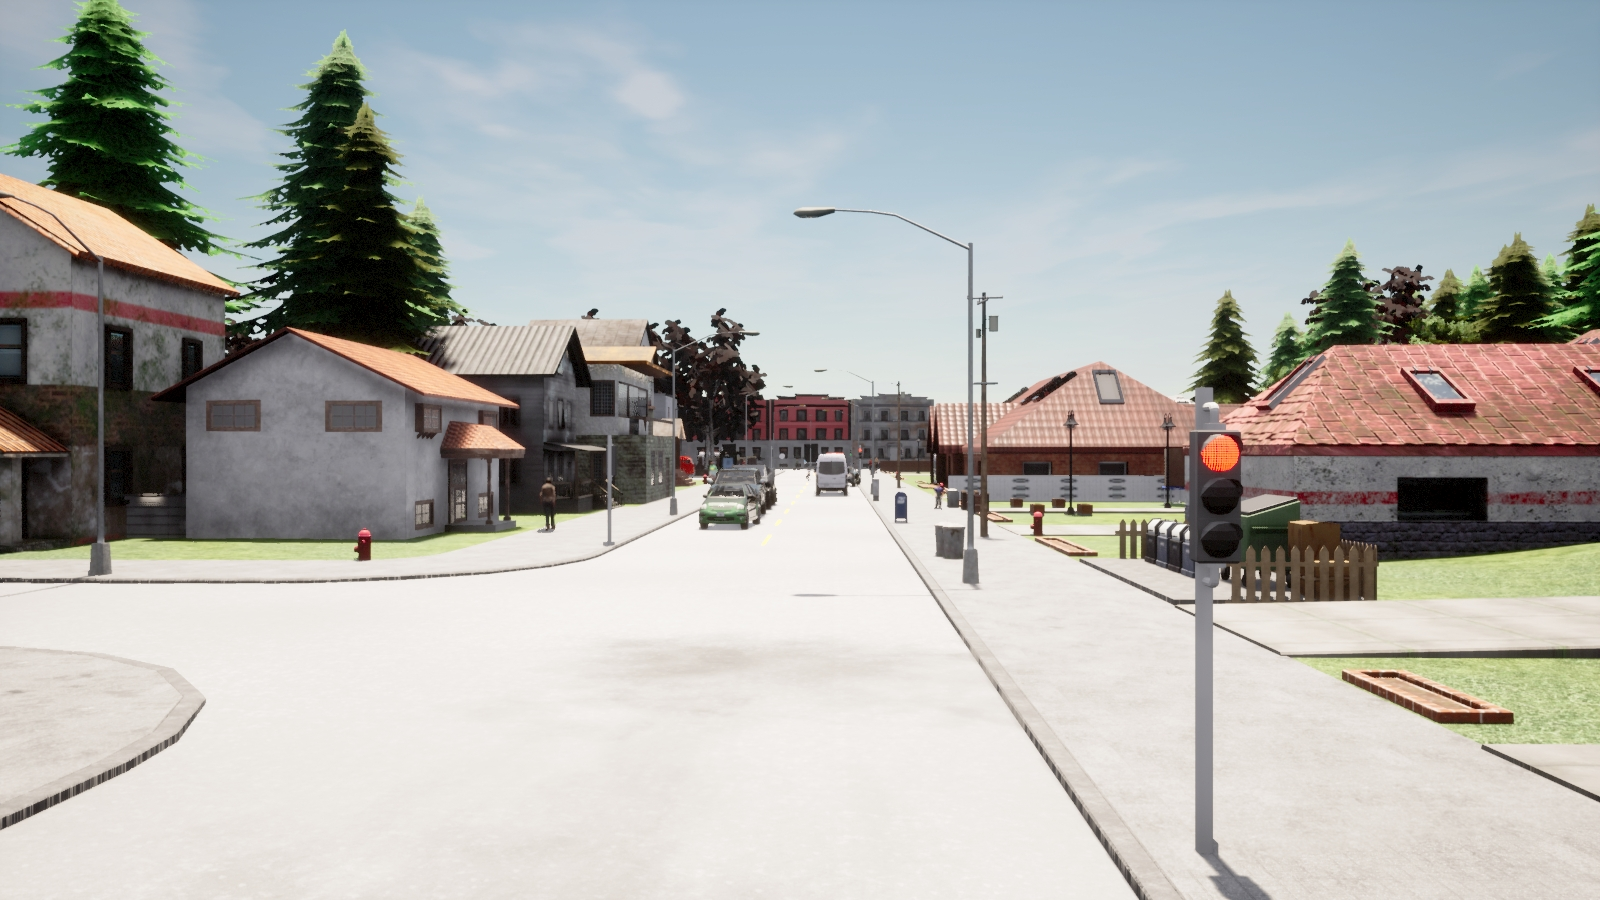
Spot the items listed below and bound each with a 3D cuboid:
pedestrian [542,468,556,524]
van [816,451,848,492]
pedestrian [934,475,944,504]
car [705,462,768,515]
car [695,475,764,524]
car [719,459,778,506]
[{"bbox_3d":[-8.317,1.525,37.854,0.375,1.860,0.375,0,0,2],"label":"pedestrian"},{"bbox_3d":[2.031,1.314,73.060,1.988,2.561,5.915,0,0,2],"label":"van"},{"bbox_3d":[6.278,1.803,51.767,0.375,1.300,0.375,0,0,-6],"label":"pedestrian"},{"bbox_3d":[-2.626,1.559,48.404,2.150,2.045,5.566,0,0,2],"label":"car"},{"bbox_3d":[-2.533,1.779,41.798,1.851,1.617,3.988,0,0,7],"label":"car"},{"bbox_3d":[-2.451,1.534,55.813,2.390,2.098,6.274,0,0,2],"label":"car"}]
